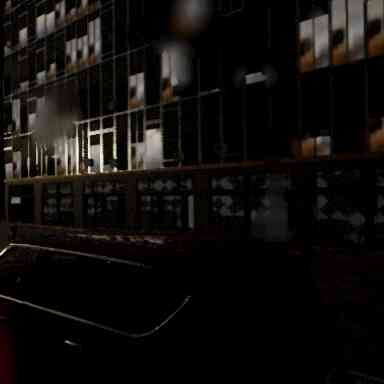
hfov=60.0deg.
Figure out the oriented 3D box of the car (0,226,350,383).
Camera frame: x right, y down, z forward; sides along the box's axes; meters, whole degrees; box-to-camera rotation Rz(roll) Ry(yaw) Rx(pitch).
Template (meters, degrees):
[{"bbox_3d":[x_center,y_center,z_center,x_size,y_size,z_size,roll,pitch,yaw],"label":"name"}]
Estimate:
[{"bbox_3d":[-1.013,1.304,3.620,5.009,1.841,2.192,0,-1,36],"label":"car"}]
